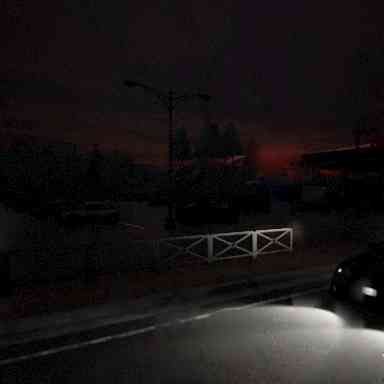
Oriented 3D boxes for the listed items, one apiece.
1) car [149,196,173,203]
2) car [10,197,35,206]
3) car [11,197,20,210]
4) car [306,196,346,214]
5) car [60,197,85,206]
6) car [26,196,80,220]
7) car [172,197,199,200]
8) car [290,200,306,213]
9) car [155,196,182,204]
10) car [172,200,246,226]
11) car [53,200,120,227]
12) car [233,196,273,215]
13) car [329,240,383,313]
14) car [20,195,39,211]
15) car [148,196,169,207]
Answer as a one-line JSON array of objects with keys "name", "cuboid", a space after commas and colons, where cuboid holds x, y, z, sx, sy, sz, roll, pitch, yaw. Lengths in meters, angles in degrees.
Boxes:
[{"name": "car", "cuboid": [-6.491, 1.592, 70.007, 4.514, 1.523, 2.007, 0, 0, -32]}, {"name": "car", "cuboid": [-28.667, 1.575, 56.369, 3.633, 1.501, 1.845, 0, 0, -32]}, {"name": "car", "cuboid": [-19.055, 1.299, 40.464, 4.605, 1.855, 1.932, 0, 0, -32]}, {"name": "car", "cuboid": [14.394, 1.328, 35.049, 3.866, 1.878, 1.905, 0, 0, -32]}, {"name": "car", "cuboid": [-20.785, 1.600, 57.715, 3.806, 1.475, 1.970, 0, 0, -32]}, {"name": "car", "cuboid": [-10.484, 1.356, 27.304, 5.027, 1.636, 2.152, 0, 0, -32]}, {"name": "car", "cuboid": [0.055, 1.536, 44.716, 4.514, 1.523, 2.007, 0, 0, -32]}, {"name": "car", "cuboid": [13.174, 1.614, 38.201, 3.806, 1.475, 1.970, 0, 0, -32]}, {"name": "car", "cuboid": [-4.804, 1.583, 67.362, 5.027, 1.636, 2.152, 0, 0, -32]}, {"name": "car", "cuboid": [1.074, 1.514, 22.575, 4.514, 1.523, 2.007, 0, 0, -32]}, {"name": "car", "cuboid": [-6.849, 1.435, 22.005, 3.806, 1.475, 1.970, 0, 0, -32]}, {"name": "car", "cuboid": [5.970, 1.333, 33.730, 4.605, 1.855, 1.932, 0, 0, -32]}, {"name": "car", "cuboid": [4.828, 1.579, 6.914, 4.181, 1.385, 1.994, 0, 0, -31]}, {"name": "car", "cuboid": [-17.182, 1.279, 38.205, 3.866, 1.878, 1.905, 0, 0, -32]}, {"name": "car", "cuboid": [-5.141, 1.557, 53.252, 3.633, 1.501, 1.845, 0, 0, -32]}]
